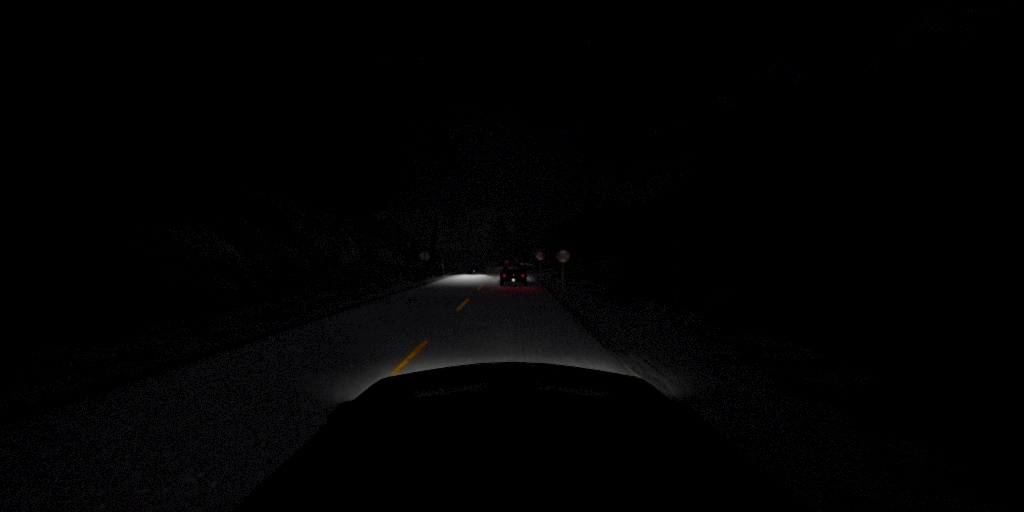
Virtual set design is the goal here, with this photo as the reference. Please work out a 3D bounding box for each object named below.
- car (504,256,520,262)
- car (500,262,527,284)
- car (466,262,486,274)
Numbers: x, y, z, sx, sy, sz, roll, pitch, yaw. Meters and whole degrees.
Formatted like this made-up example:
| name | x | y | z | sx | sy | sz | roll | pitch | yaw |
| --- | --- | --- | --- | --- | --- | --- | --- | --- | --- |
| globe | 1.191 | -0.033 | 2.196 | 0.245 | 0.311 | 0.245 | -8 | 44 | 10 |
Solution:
| name | x | y | z | sx | sy | sz | roll | pitch | yaw |
| --- | --- | --- | --- | --- | --- | --- | --- | --- | --- |
| car | 0.066 | 0.942 | 52.593 | 2.150 | 2.045 | 5.566 | 0 | 0 | -1 |
| car | 0.101 | 1.336 | 26.272 | 1.895 | 1.301 | 4.718 | 0 | 0 | 0 |
| car | -4.077 | 1.328 | 40.848 | 1.895 | 1.301 | 4.718 | 0 | 0 | 0 |
